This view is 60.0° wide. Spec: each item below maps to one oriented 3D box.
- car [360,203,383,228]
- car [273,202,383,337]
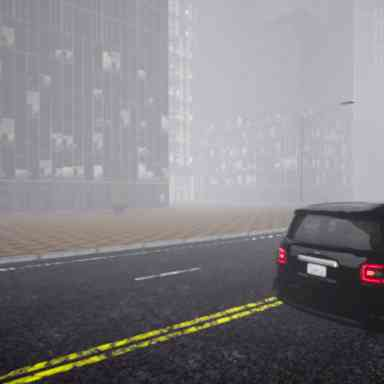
[{"bbox_3d":[13.170,1.497,22.115,4.674,1.442,1.812,0,0,-40],"label":"car"},{"bbox_3d":[3.965,1.214,6.421,5.566,2.045,2.150,0,0,-36],"label":"car"}]
